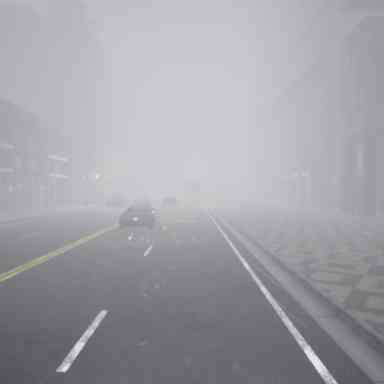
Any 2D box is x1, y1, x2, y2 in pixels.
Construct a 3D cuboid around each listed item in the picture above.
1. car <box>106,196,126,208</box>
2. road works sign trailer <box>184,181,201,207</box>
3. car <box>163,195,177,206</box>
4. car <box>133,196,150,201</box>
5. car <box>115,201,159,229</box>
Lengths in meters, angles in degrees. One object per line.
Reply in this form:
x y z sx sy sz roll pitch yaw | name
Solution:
-9.821 1.278 43.396 1.837 1.490 4.892 0 0 0 | car
0.019 0.218 46.723 2.380 3.560 2.880 0 0 0 | road works sign trailer
-3.145 1.223 48.342 1.882 1.535 5.008 0 0 0 | car
-6.571 1.263 43.633 2.128 1.511 4.902 0 0 0 | car
-3.147 1.455 20.506 1.994 1.385 4.181 0 0 0 | car
